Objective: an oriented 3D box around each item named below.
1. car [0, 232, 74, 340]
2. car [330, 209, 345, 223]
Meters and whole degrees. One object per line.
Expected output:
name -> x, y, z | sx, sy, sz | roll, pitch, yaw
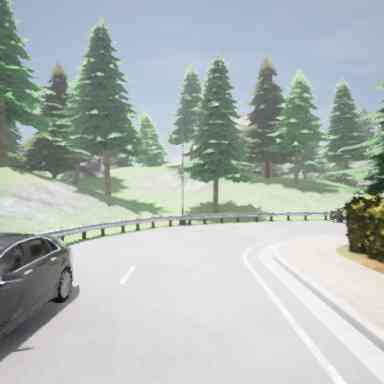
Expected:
car -> -3.528, 1.511, 5.480 | 1.837, 1.490, 4.892 | 0, 0, 1
car -> 12.495, 1.525, 23.997 | 4.892, 1.490, 1.837 | 1, 0, -1
